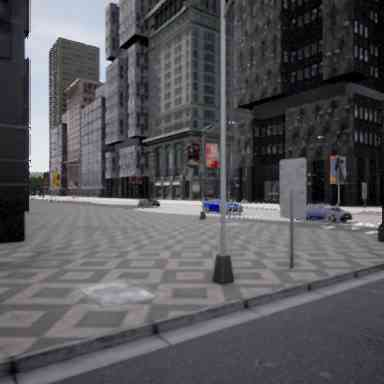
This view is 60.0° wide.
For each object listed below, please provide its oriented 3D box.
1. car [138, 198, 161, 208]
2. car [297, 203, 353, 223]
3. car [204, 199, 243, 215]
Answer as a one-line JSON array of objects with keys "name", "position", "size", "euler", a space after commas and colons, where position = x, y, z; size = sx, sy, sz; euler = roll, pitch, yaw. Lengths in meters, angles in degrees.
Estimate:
[{"name": "car", "position": [-6.183, 1.548, 47.987], "size": [1.994, 1.385, 4.181], "euler": [0, 0, -35]}, {"name": "car", "position": [9.877, 1.550, 25.240], "size": [1.994, 1.385, 4.181], "euler": [0, 0, -35]}, {"name": "car", "position": [3.189, 1.459, 34.687], "size": [1.882, 1.535, 5.008], "euler": [0, 0, -35]}]
